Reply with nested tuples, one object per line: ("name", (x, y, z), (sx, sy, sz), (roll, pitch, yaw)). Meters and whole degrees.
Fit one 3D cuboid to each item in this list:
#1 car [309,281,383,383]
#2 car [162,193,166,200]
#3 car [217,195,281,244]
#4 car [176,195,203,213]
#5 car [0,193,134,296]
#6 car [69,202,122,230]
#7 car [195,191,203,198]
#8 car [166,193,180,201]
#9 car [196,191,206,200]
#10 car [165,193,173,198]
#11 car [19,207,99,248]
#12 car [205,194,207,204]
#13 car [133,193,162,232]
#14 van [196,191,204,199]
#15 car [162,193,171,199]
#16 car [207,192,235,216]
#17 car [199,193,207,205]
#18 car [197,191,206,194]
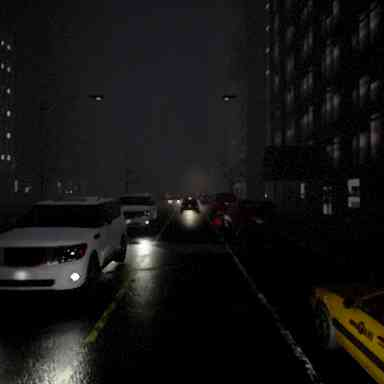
("car", (2.644, 1.499, 3.292), (1.752, 1.417, 4.829), (0, 0, 0))
("car", (-6.284, 0.970, 71.551), (1.967, 1.590, 4.097), (0, 0, 0))
("car", (2.580, 1.212, 15.239), (2.192, 1.841, 5.009), (0, 0, 0))
("car", (-0.201, 1.330, 33.202), (2.033, 1.411, 5.357), (0, 0, 0))
("car", (-3.164, 1.170, 8.885), (2.150, 2.045, 5.566), (0, 0, -1))
("car", (-5.850, 1.426, 20.769), (2.008, 1.369, 4.403), (0, 0, 0))
("car", (1.903, 0.670, 94.214), (2.192, 1.841, 5.009), (0, 0, 0))
("car", (-3.571, 0.942, 67.346), (2.097, 1.767, 4.553), (0, 0, 0))
("car", (2.048, 0.790, 77.291), (2.192, 1.841, 5.009), (0, 0, 0))
("car", (-6.480, 0.921, 94.121), (2.008, 1.369, 4.403), (0, 0, 0))
("car", (-5.801, 1.478, 15.127), (1.947, 1.339, 4.313), (0, 0, 0))
("car", (2.829, 1.225, 37.548), (1.882, 1.535, 5.008), (0, 0, 0))
("car", (-3.245, 1.100, 19.600), (2.150, 2.045, 5.566), (0, 0, -1))
("van", (1.999, 0.776, 82.933), (1.690, 1.788, 3.998), (0, 0, 0))
("car", (-6.382, 1.001, 82.836), (2.008, 1.369, 4.403), (0, 0, 0))
("car", (2.856, 1.023, 30.577), (2.150, 2.045, 5.566), (0, 0, 0))
("car", (2.288, 1.215, 49.087), (1.887, 1.381, 4.507), (0, 0, 0))
("car", (2.241, 1.072, 54.728), (1.967, 1.590, 4.097), (0, 0, 0))
